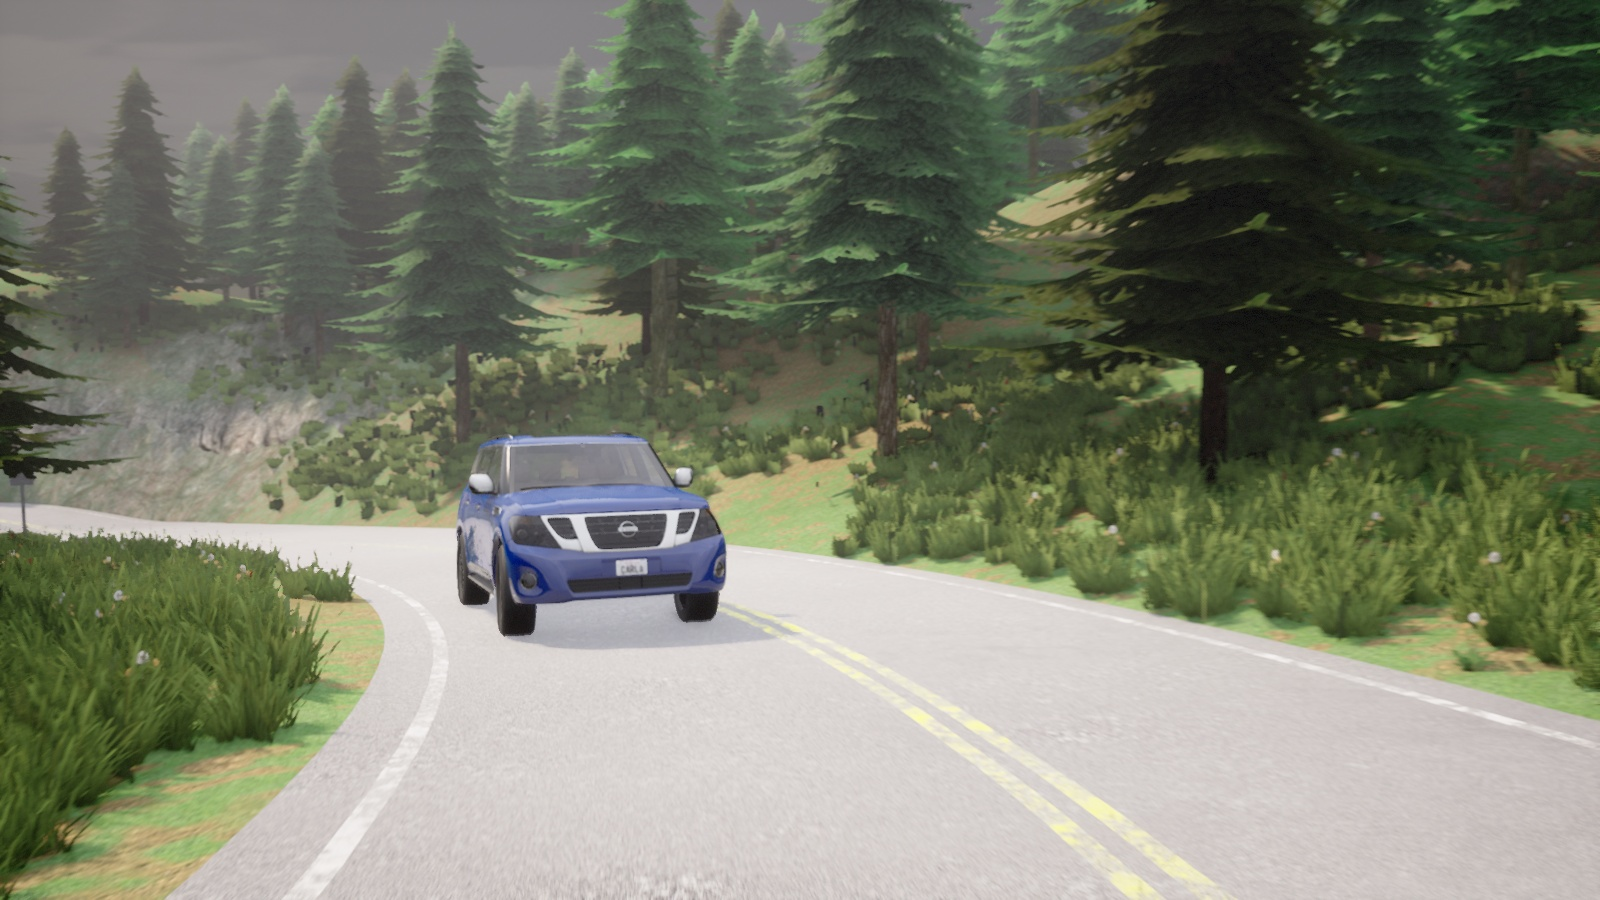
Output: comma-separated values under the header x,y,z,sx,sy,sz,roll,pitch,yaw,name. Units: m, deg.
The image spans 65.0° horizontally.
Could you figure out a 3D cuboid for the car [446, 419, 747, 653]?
x,y,z,sx,sy,sz,roll,pitch,yaw,name
-2.565,0.836,14.182,2.150,2.045,5.566,-2,-1,-22,car
